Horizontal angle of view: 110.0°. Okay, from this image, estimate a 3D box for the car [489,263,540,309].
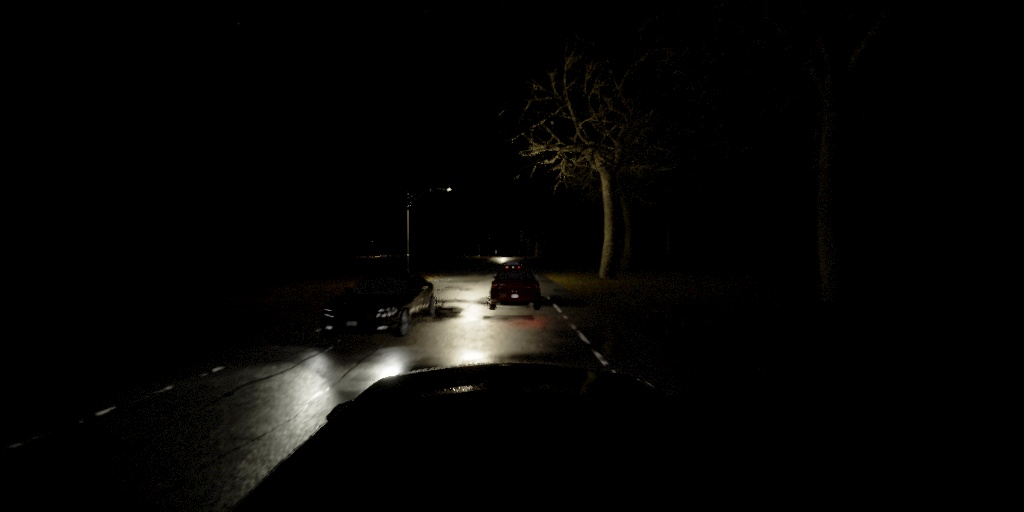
[{"bbox_3d":[0.105,1.247,15.102,1.882,1.535,5.008,0,0,0],"label":"car"}]

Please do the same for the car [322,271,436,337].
[{"bbox_3d":[-3.585,1.249,10.534,1.882,1.535,5.008,0,0,0],"label":"car"}]

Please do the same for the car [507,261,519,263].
[{"bbox_3d":[0.112,1.232,39.143,2.033,1.411,5.357,0,0,0],"label":"car"}]
